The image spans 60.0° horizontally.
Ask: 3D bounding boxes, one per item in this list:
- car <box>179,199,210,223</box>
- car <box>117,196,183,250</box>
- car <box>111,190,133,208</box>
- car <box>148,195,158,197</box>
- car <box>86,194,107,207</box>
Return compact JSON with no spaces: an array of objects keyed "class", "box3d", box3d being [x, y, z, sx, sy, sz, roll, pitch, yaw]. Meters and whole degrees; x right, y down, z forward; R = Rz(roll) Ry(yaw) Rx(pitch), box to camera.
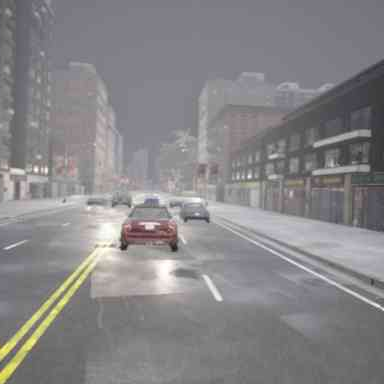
[{"class":"car","box3d":[0.154,1.491,25.275,1.994,1.385,4.181,2,0,-6]},{"class":"car","box3d":[-1.744,1.252,13.912,2.097,1.767,4.553,2,0,-7]},{"class":"car","box3d":[-8.137,0.811,39.017,2.150,2.045,5.566,2,0,-6]},{"class":"car","box3d":[-5.172,1.153,43.058,1.882,1.535,5.008,2,0,-7]},{"class":"car","box3d":[-11.666,1.002,41.190,2.033,1.411,5.357,2,0,-6]}]
